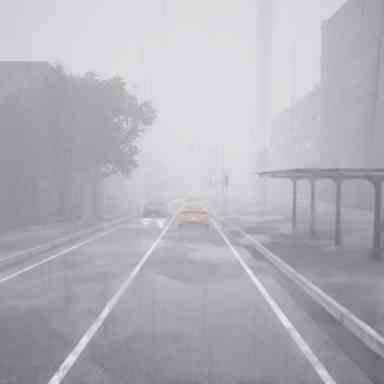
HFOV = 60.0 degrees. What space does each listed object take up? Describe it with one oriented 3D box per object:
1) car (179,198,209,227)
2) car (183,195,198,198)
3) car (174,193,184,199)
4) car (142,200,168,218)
[{"bbox_3d":[0.121,1.433,22.484,1.882,1.535,5.008,0,0,0],"label":"car"},{"bbox_3d":[0.195,1.307,42.640,1.994,1.385,4.181,0,1,0],"label":"car"},{"bbox_3d":[-2.693,0.898,71.646,1.994,1.385,4.181,0,1,0],"label":"car"},{"bbox_3d":[-3.147,1.448,29.581,2.033,1.411,5.357,0,1,0],"label":"car"}]
